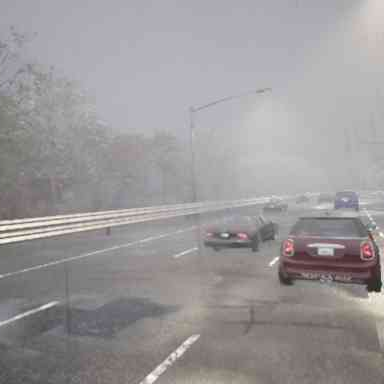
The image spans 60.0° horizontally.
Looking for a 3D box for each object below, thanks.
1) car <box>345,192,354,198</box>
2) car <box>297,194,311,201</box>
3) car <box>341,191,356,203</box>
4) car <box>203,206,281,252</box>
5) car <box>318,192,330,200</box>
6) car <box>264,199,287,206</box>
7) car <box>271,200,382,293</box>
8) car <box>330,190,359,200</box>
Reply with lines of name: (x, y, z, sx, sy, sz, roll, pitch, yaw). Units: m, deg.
car: (38.863, 0.788, 82.131, 1.812, 1.442, 4.674, -2, 0, 26)
car: (19.735, 1.191, 58.440, 1.837, 1.490, 4.892, -2, 0, 26)
car: (25.956, 0.829, 55.240, 2.097, 1.767, 4.553, -2, 0, 26)
car: (2.227, 1.531, 13.851, 2.033, 1.411, 5.357, -2, 0, 26)
car: (22.828, 0.932, 56.812, 2.097, 1.767, 4.553, -2, 0, 26)
car: (9.227, 1.434, 36.528, 1.994, 1.385, 4.181, -2, 0, 26)
car: (3.767, 1.268, 8.998, 2.097, 1.767, 4.553, -2, 0, 26)
car: (15.498, 0.884, 33.446, 2.150, 2.045, 5.566, -2, 0, 26)
